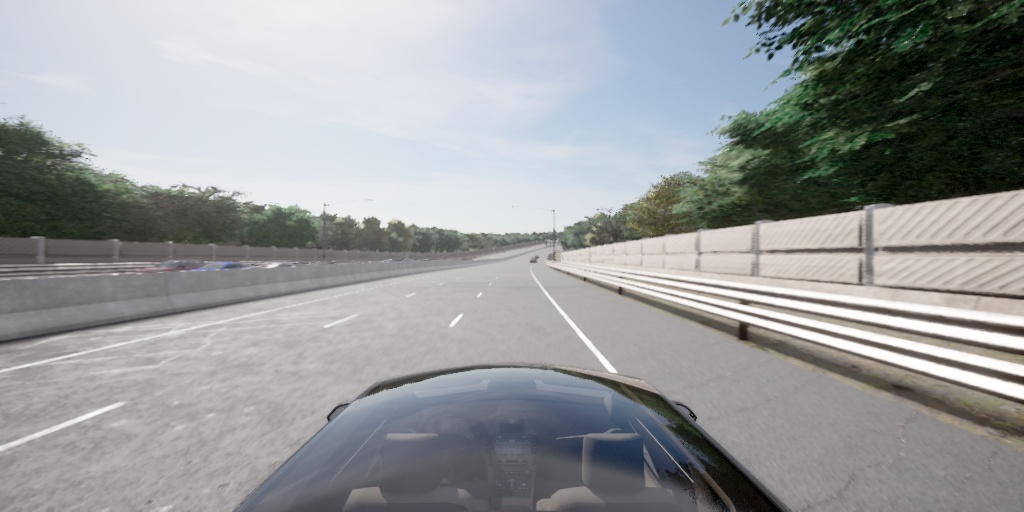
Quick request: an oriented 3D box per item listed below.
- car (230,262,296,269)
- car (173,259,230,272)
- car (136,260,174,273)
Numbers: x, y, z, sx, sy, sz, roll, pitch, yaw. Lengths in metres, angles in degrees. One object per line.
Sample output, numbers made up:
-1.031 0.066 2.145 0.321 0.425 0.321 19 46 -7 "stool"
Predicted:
-17.356 1.213 26.096 2.128 1.511 4.902 0 0 1 "car"
-20.863 1.187 25.800 1.882 1.535 5.008 0 0 1 "car"
-24.360 1.051 25.993 2.097 1.767 4.553 0 0 1 "car"
